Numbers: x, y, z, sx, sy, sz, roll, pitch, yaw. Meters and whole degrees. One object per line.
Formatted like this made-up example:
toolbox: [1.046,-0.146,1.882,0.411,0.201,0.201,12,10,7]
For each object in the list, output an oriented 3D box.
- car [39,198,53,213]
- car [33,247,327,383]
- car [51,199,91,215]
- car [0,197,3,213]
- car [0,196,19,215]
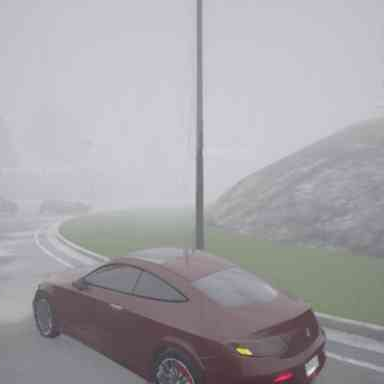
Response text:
car: [-16.052,1.579,39.569,2.097,1.767,4.553,0,0,7]
car: [-0.538,1.552,4.821,4.674,1.442,1.812,0,0,41]
car: [-13.037,1.757,36.868,2.033,1.411,5.357,0,0,6]
car: [-15.516,1.497,23.730,2.097,1.767,4.553,0,0,-15]
car: [-20.114,1.430,34.050,2.150,2.045,5.566,0,0,1]
